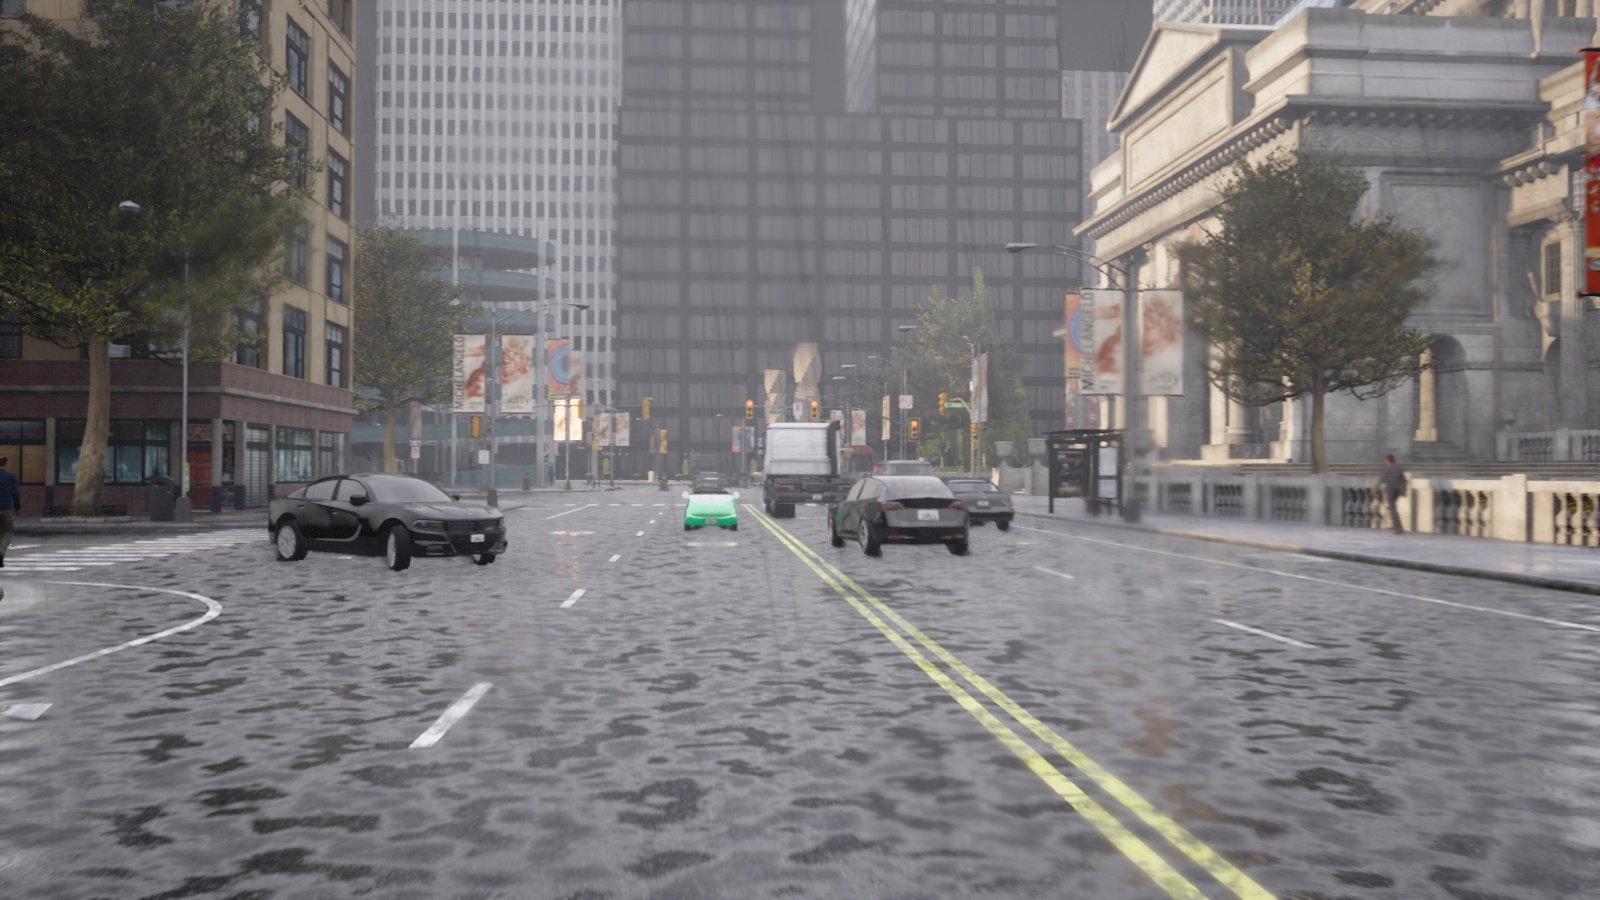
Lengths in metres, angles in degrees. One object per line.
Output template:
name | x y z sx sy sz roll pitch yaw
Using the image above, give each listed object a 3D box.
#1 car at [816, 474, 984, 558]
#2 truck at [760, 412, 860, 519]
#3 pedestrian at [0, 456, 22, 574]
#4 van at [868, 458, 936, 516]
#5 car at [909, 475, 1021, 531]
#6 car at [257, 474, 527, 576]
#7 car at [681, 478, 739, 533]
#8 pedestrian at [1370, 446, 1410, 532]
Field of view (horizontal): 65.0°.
car | 1.839 1.223 24.931 2.163 1.488 4.792 0 -1 -10
truck | 0.205 0.583 45.001 2.891 3.462 7.936 0 -1 -4
pedestrian | -12.626 1.015 19.837 0.402 1.842 0.726 0 -1 -19
van | 3.657 1.317 45.806 1.775 1.987 4.442 0 -1 -4
car | 4.487 1.428 35.043 2.033 1.411 5.357 0 -1 -4
car | -6.961 1.181 21.166 5.008 1.535 1.882 -1 -2 39
car | -2.387 1.436 33.139 1.481 1.376 2.207 0 -1 -4
pedestrian | 13.476 0.886 28.683 0.423 1.949 0.788 0 -1 -10
